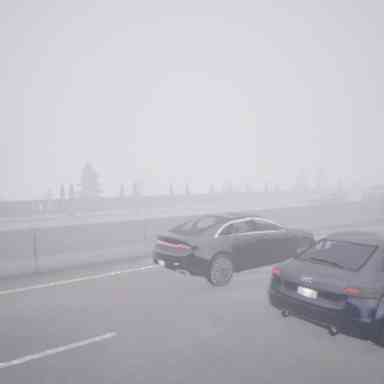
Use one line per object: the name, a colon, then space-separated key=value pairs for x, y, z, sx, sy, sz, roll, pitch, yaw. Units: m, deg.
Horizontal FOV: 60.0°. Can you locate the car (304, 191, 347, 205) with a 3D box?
car: x=14.183 y=0.644 z=35.070 sx=5.357 sy=1.411 sz=2.033 roll=-2 pitch=1 yaw=-35

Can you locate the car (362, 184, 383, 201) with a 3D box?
car: x=20.138 y=0.183 z=35.017 sx=5.566 sy=2.045 sz=2.150 roll=-2 pitch=1 yaw=-36

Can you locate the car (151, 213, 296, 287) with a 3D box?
car: x=1.290 y=1.317 z=8.866 sx=4.902 sy=1.511 sz=2.128 roll=-2 pitch=1 yaw=-35

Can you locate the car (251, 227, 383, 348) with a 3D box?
car: x=3.338 y=1.391 z=6.028 sx=4.181 sy=1.385 sz=1.994 roll=-2 pitch=1 yaw=-35
